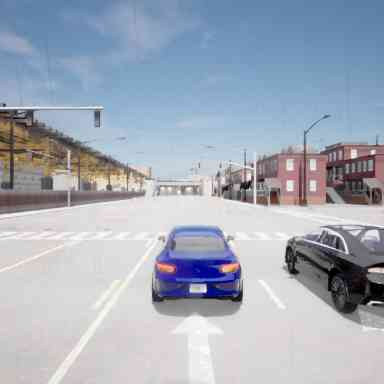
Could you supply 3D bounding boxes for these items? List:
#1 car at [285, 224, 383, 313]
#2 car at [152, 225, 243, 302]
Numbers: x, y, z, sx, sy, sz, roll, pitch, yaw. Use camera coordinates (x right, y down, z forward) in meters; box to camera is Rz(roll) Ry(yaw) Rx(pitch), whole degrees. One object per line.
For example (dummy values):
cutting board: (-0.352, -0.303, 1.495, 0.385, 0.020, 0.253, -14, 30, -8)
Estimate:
car: (3.609, 1.492, 7.650, 2.128, 1.511, 4.902, 0, 0, -1)
car: (0.106, 1.526, 8.142, 1.812, 1.442, 4.674, 0, 0, 0)
